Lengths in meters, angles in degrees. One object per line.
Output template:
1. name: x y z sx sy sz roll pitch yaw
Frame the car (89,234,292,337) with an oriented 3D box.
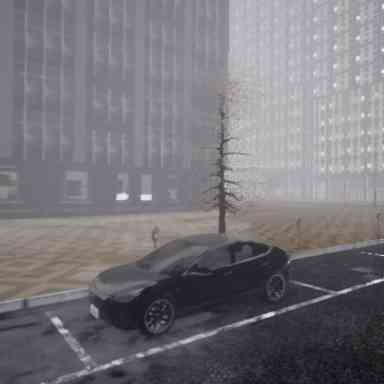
1. car: 0.190 1.574 6.684 4.313 1.339 1.947 0 0 -35
